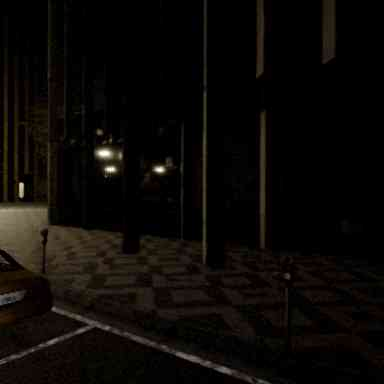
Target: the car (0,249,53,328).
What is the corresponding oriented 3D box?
[{"bbox_3d":[-4.544,1.512,6.191,4.829,1.417,1.752,0,0,35],"label":"car"}]
